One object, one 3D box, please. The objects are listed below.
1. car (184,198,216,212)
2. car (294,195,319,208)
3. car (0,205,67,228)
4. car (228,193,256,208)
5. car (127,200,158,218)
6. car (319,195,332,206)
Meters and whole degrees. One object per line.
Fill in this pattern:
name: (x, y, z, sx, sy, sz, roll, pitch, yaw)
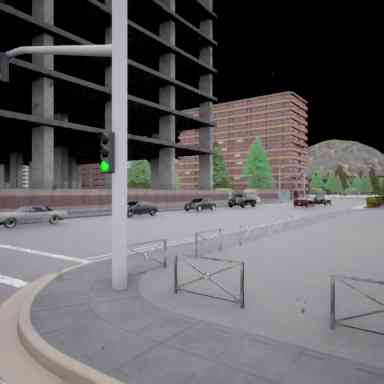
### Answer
car: (0.976, 1.449, 38.468, 1.837, 1.490, 4.892, 0, 0, 35)
car: (15.983, 1.422, 47.211, 1.882, 1.535, 5.008, 0, 0, 35)
car: (-10.795, 1.545, 21.872, 1.895, 1.301, 4.718, 0, 0, 35)
car: (7.200, 1.166, 47.180, 2.150, 2.045, 5.566, 0, 0, 35)
car: (-5.019, 1.470, 30.004, 1.812, 1.442, 4.674, 0, 0, 36)
car: (21.682, 1.297, 55.250, 2.097, 1.767, 4.553, 0, 0, 35)
